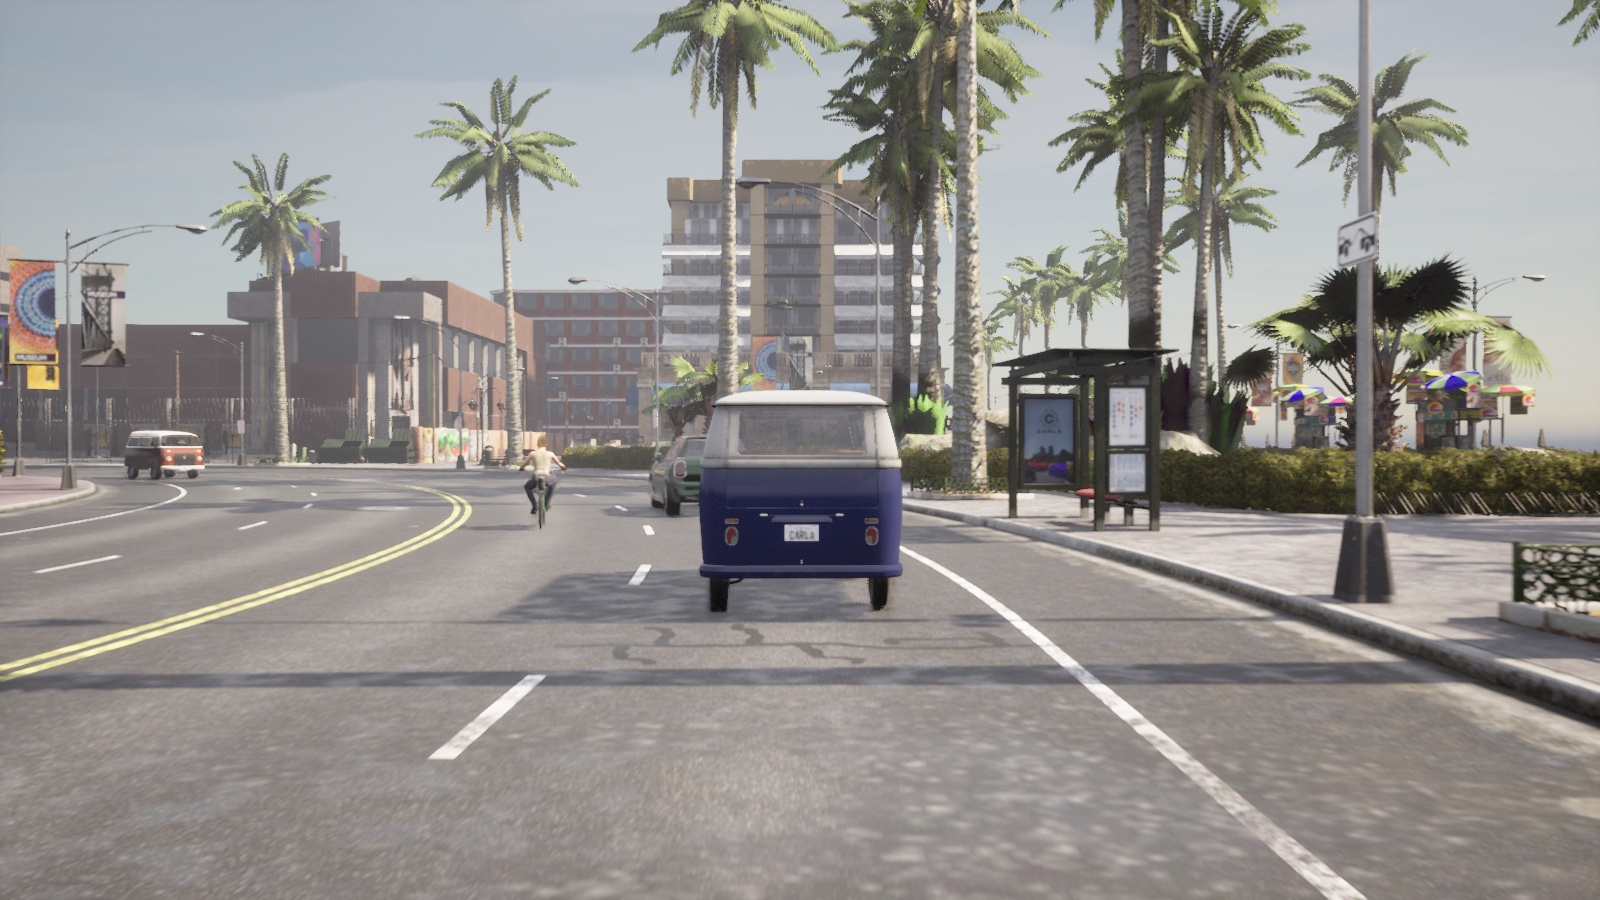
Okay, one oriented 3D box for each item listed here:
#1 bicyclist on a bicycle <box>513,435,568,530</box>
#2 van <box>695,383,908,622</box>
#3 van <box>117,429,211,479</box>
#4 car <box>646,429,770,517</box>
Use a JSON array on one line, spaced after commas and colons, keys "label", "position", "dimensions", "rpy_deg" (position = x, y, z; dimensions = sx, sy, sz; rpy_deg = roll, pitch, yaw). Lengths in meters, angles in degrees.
[{"label": "bicyclist on a bicycle", "position": [-4.577, 0.554, 22.225], "dimensions": [0.866, 1.612, 1.509], "rpy_deg": [0, 0, -9]}, {"label": "van", "position": [-0.046, 0.428, 12.712], "dimensions": [1.775, 1.987, 4.442], "rpy_deg": [0, 0, -2]}, {"label": "van", "position": [-26.724, 0.152, 52.674], "dimensions": [4.480, 2.038, 2.069], "rpy_deg": [0, 0, 43]}, {"label": "car", "position": [-2.129, 0.447, 27.714], "dimensions": [2.097, 1.767, 4.553], "rpy_deg": [0, 0, -12]}]
